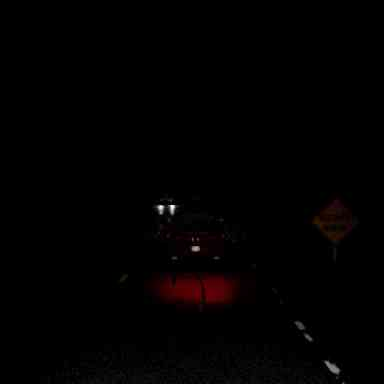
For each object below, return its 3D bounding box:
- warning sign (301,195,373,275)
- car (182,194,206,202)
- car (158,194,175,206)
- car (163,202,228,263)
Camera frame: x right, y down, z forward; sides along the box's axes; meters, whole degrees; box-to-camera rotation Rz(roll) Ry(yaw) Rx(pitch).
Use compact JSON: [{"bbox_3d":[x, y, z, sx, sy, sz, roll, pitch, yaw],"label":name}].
[{"bbox_3d":[3.595,1.020,8.361,1.300,1.860,1.060,1,1,0],"label":"warning sign"},{"bbox_3d":[0.201,1.183,30.109,1.837,1.490,4.892,0,1,0],"label":"car"},{"bbox_3d":[-3.410,1.066,45.714,1.812,1.442,4.674,0,0,0],"label":"car"},{"bbox_3d":[0.115,1.348,11.513,1.882,1.535,5.008,0,1,0],"label":"car"}]
